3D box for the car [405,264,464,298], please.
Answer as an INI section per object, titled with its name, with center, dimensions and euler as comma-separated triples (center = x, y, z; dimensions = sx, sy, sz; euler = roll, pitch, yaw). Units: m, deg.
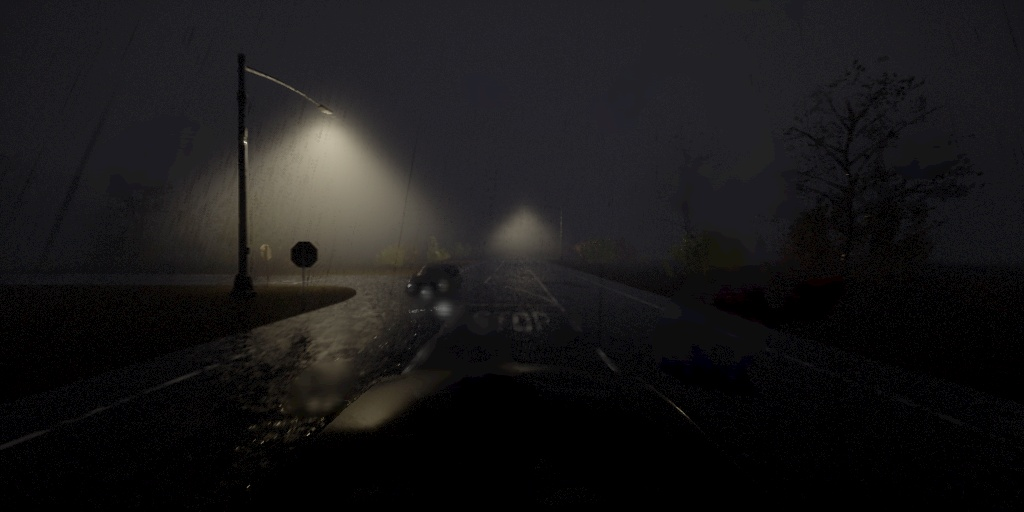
[car]
center = -3.488, 1.079, 17.277
dimensions = 2.033, 1.411, 5.357
euler = 0, 1, 0
